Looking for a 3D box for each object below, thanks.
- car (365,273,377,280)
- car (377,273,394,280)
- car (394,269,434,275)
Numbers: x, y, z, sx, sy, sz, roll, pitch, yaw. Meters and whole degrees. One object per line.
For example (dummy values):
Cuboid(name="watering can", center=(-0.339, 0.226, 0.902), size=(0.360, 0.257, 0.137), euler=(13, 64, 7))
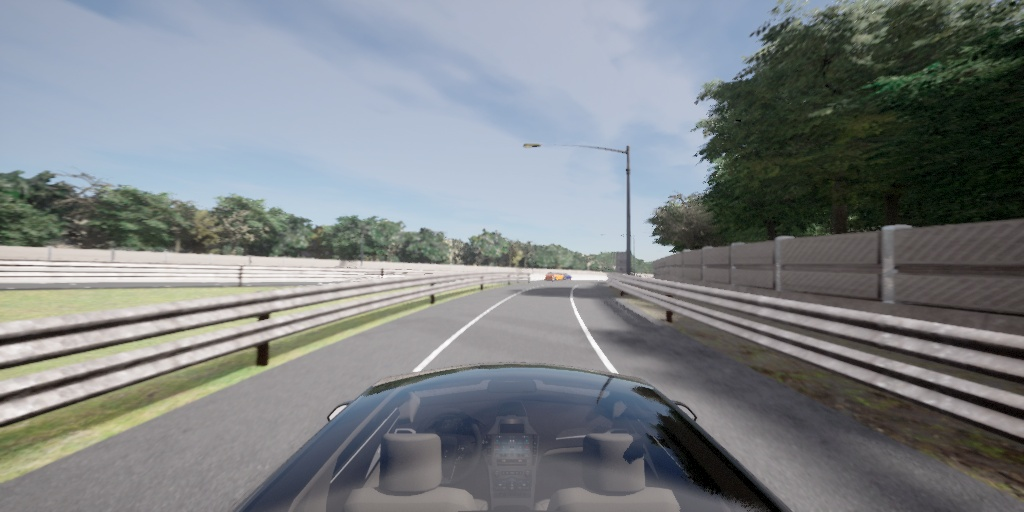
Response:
Cuboid(name="car", center=(-16.174, 2.459, 45.307), size=(1.837, 1.490, 4.892), euler=(-2, -4, 36))
Cuboid(name="car", center=(-13.321, 2.485, 43.275), size=(1.895, 1.301, 4.718), euler=(-2, -4, 36))
Cuboid(name="car", center=(-10.502, 2.286, 41.208), size=(1.882, 1.535, 5.008), euler=(-2, -4, 36))
